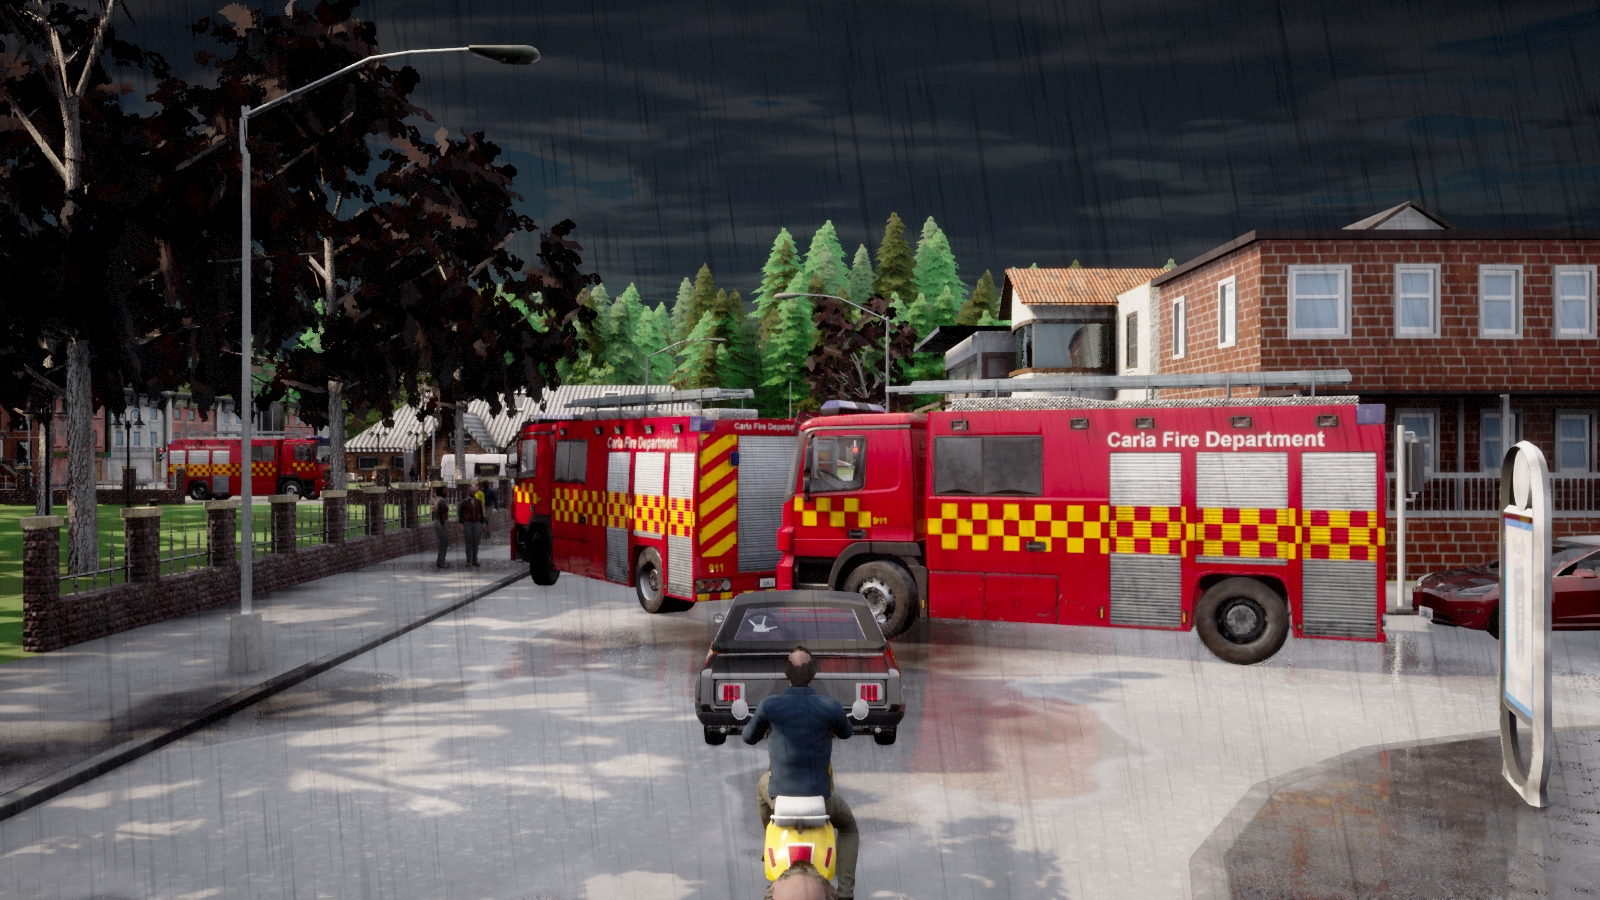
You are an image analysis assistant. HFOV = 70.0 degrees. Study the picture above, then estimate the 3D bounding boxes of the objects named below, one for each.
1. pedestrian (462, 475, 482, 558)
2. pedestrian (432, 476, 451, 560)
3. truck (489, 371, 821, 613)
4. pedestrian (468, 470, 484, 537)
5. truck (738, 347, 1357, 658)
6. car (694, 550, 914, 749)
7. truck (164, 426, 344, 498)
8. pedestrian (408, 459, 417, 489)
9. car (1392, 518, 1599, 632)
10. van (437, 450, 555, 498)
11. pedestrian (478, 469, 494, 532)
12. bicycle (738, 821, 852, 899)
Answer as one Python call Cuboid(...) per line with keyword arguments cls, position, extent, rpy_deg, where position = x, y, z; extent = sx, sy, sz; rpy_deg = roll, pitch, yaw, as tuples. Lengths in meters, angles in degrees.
Cuboid(cls="pedestrian", position=(-7.486, 1.514, 26.081), extent=(0.375, 1.860, 0.375), rpy_deg=(0, 0, -29))
Cuboid(cls="pedestrian", position=(-8.050, 1.514, 25.661), extent=(0.375, 1.860, 0.375), rpy_deg=(0, 0, -11))
Cuboid(cls="truck", position=(-3.229, 0.662, 22.435), extent=(2.891, 3.827, 8.468), rpy_deg=(0, 0, -34))
Cuboid(cls="pedestrian", position=(-9.138, 1.512, 32.248), extent=(0.375, 1.860, 0.375), rpy_deg=(0, 0, -5))
Cuboid(cls="truck", position=(3.521, 0.662, 17.062), extent=(8.468, 3.827, 2.891), rpy_deg=(0, 0, 23))
Cuboid(cls="car", position=(0.033, 1.930, 12.217), extent=(1.895, 1.301, 4.718), rpy_deg=(0, 0, 0))
Cuboid(cls="truck", position=(-29.853, 0.645, 62.699), extent=(8.468, 3.827, 2.891), rpy_deg=(0, 0, 1))
Cuboid(cls="pedestrian", position=(-23.929, 1.496, 70.500), extent=(0.375, 1.860, 0.375), rpy_deg=(0, 0, 11))
Cuboid(cls="car", position=(11.924, 1.835, 17.293), extent=(4.792, 1.488, 2.163), rpy_deg=(0, 0, 0))
Cuboid(cls="van", position=(-16.613, 1.289, 62.612), extent=(5.915, 2.561, 1.988), rpy_deg=(0, 0, 0))
Cuboid(cls="pedestrian", position=(-9.364, 1.511, 34.094), extent=(0.375, 1.860, 0.375), rpy_deg=(0, 0, 0))
Cuboid(cls="bicycle", position=(-0.015, 1.938, 3.086), extent=(0.329, 1.271, 1.835), rpy_deg=(0, 0, 0))
